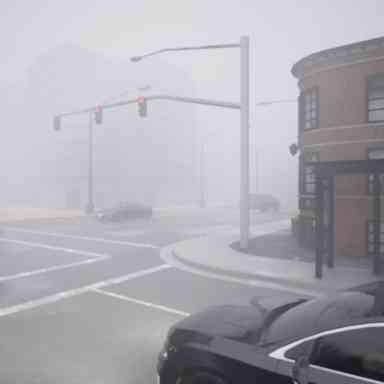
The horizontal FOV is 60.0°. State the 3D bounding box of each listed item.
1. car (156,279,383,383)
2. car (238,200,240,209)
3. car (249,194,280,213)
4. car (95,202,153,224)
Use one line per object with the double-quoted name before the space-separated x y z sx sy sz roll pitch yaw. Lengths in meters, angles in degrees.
"car" 1.888 1.505 2.618 4.892 1.490 1.837 0 0 35
"car" 8.070 1.222 43.552 2.150 2.045 5.566 0 0 35
"car" 7.845 1.223 36.846 2.150 2.045 5.566 0 0 35
"car" -5.017 1.493 25.046 2.128 1.511 4.902 0 0 35
